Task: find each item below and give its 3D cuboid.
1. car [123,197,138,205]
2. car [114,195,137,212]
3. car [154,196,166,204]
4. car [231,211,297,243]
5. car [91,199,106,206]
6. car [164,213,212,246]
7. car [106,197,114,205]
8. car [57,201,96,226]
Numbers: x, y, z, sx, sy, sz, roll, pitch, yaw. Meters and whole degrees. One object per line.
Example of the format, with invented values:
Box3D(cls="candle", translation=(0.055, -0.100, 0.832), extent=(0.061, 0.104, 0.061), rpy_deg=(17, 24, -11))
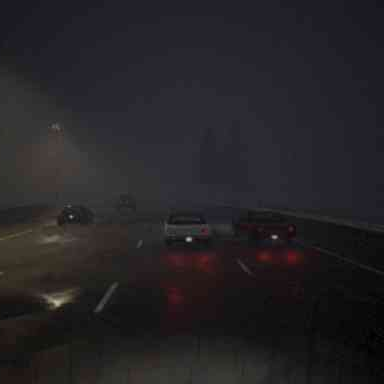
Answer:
Box3D(cls="car", translation=(-11.620, 1.666, 62.838), extent=(1.812, 1.442, 4.674), rpy_deg=(0, 0, -22))
Box3D(cls="car", translation=(-8.006, 1.319, 40.370), extent=(2.150, 2.045, 5.566), rpy_deg=(0, 0, -14))
Box3D(cls="car", translation=(-6.197, 1.563, 63.502), extent=(2.128, 1.511, 4.902), rpy_deg=(-1, 0, -14))
Box3D(cls="car", translation=(3.167, 1.559, 15.784), extent=(1.895, 1.301, 4.718), rpy_deg=(-1, 0, -5))
Box3D(cls="car", translation=(-16.857, 1.808, 58.641), extent=(1.895, 1.301, 4.718), rpy_deg=(-1, 0, -22))
Box3D(cls="car", translation=(-0.325, 1.603, 15.393), extent=(1.895, 1.301, 4.718), rpy_deg=(-1, 0, -5))
Box3D(cls="car", translation=(-15.171, 1.690, 62.310), extent=(1.837, 1.490, 4.892), rpy_deg=(0, 0, -22))
Box3D(cls="car", translation=(-8.623, 1.670, 24.803), extent=(1.994, 1.385, 4.181), rpy_deg=(-1, 0, -9))
